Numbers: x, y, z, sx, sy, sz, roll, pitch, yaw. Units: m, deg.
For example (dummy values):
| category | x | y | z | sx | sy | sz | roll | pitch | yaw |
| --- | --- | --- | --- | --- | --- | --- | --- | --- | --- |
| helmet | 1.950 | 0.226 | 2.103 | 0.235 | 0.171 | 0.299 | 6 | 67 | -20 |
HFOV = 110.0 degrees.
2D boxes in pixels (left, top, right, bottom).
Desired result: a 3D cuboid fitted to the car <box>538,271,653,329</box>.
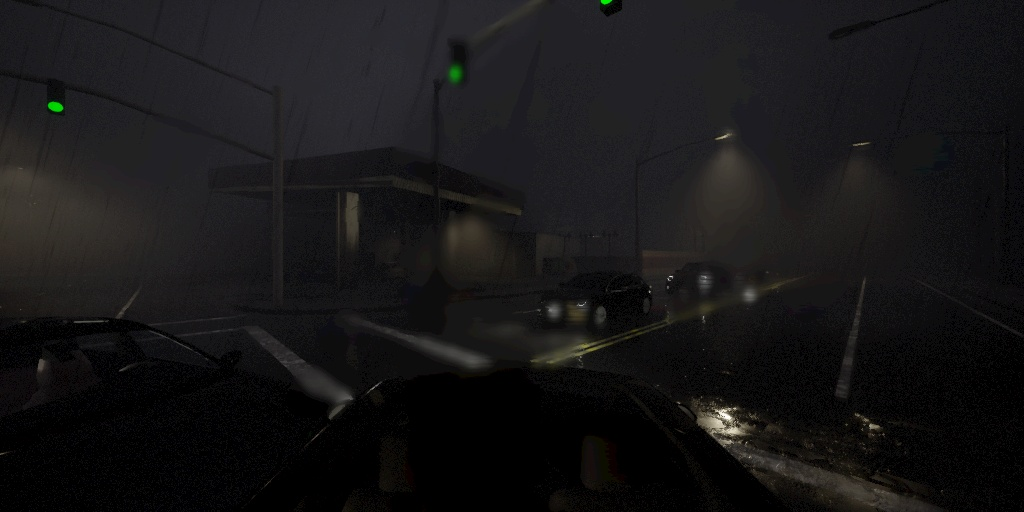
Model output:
| category | x | y | z | sx | sy | sz | roll | pitch | yaw |
| --- | --- | --- | --- | --- | --- | --- | --- | --- | --- |
| car | 2.841 | 1.255 | 11.520 | 1.837 | 1.490 | 4.892 | 0 | 0 | 44 |

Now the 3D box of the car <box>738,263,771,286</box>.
| category | x | y | z | sx | sy | sz | roll | pitch | yaw |
| --- | --- | --- | --- | --- | --- | --- | --- | --- | --- |
| car | 16.559 | 1.314 | 25.324 | 1.994 | 1.385 | 4.181 | 0 | 0 | 44 |

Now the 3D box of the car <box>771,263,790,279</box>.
| category | x | y | z | sx | sy | sz | roll | pitch | yaw |
| --- | --- | --- | --- | --- | --- | --- | --- | --- | --- |
| car | 23.667 | 1.314 | 32.403 | 4.181 | 1.385 | 1.994 | 0 | 0 | -45 |

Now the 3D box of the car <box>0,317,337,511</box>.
| category | x | y | z | sx | sy | sz | roll | pitch | yaw |
| --- | --- | --- | --- | --- | --- | --- | --- | --- | --- |
| car | -3.430 | 1.242 | 2.480 | 4.902 | 1.511 | 2.128 | 0 | 0 | 15 |

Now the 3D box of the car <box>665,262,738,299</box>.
| category | x | y | z | sx | sy | sz | roll | pitch | yaw |
| --- | --- | --- | --- | --- | --- | --- | --- | --- | --- |
| car | 9.656 | 1.102 | 18.390 | 2.097 | 1.767 | 4.553 | 0 | 0 | 45 |
